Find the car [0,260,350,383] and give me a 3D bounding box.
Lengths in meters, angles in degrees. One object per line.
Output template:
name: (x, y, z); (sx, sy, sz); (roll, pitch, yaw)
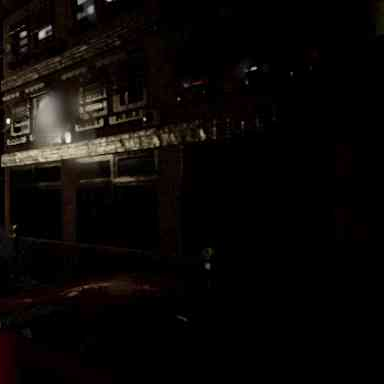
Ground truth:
car: (-0.829, 1.536, 3.340); (4.507, 1.381, 1.887); (0, -1, 36)
